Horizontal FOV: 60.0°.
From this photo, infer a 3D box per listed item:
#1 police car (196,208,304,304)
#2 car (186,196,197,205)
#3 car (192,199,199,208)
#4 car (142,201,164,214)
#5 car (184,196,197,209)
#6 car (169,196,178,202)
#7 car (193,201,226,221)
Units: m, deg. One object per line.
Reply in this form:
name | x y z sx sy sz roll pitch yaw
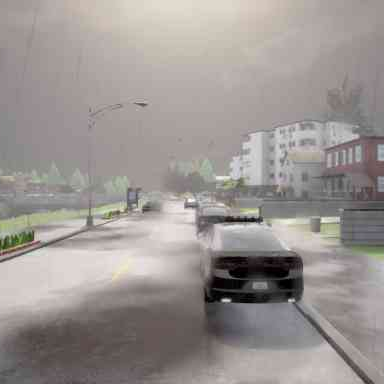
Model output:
police car | 1.186 1.425 8.374 1.930 1.638 5.238 0 0 0
car | -0.097 1.478 59.104 1.882 1.535 5.008 0 0 0
car | 1.159 1.506 24.264 1.837 1.490 4.892 0 0 0
car | -4.160 1.601 35.640 1.895 1.301 4.718 0 0 0
car | -0.050 1.564 45.779 1.994 1.385 4.181 0 0 0
car | -4.126 1.525 75.129 1.812 1.442 4.674 0 0 0
car | 1.169 1.478 18.264 1.882 1.535 5.008 0 0 0
